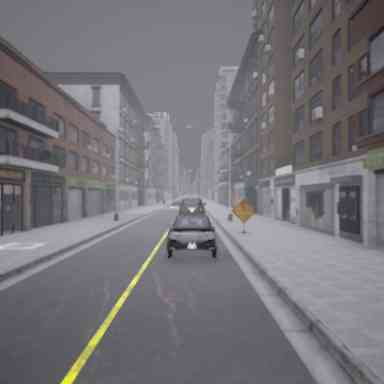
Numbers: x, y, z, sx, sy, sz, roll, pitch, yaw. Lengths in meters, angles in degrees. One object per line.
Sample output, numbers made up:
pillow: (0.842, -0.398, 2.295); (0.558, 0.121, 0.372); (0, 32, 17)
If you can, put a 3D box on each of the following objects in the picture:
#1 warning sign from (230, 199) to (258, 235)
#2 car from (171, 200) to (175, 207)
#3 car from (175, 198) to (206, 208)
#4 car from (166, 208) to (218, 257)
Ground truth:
warning sign: (2.715, 1.281, 17.469); (1.300, 1.860, 1.060); (0, -1, 0)
car: (-3.013, 2.168, 64.965); (1.895, 1.301, 4.718); (0, 0, 0)
car: (0.008, 1.482, 27.577); (2.150, 2.045, 5.566); (0, 0, 0)
car: (0.020, 1.623, 13.518); (2.128, 1.511, 4.902); (0, 0, 0)
